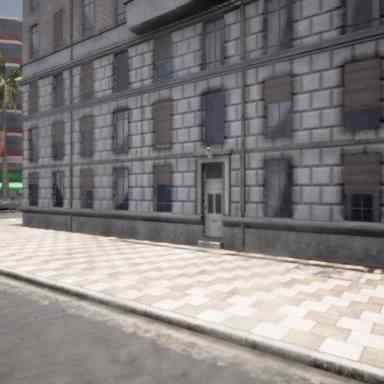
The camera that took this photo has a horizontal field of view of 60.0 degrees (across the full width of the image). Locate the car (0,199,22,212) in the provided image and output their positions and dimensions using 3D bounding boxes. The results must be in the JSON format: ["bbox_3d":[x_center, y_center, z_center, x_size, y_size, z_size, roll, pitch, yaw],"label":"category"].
[{"bbox_3d":[-20.589,1.490,36.330,2.128,1.511,4.902,0,0,36],"label":"car"}]
